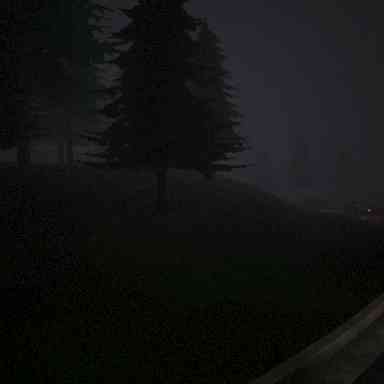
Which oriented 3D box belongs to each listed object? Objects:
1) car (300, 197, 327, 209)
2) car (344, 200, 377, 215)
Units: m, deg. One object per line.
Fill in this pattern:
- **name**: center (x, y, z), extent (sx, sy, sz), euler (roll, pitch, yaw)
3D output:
- **car**: center (16.820, 1.499, 46.291), extent (1.837, 1.490, 4.892), euler (0, 0, -10)
- **car**: center (17.203, 1.521, 34.110), extent (1.812, 1.442, 4.674), euler (0, 0, 6)
